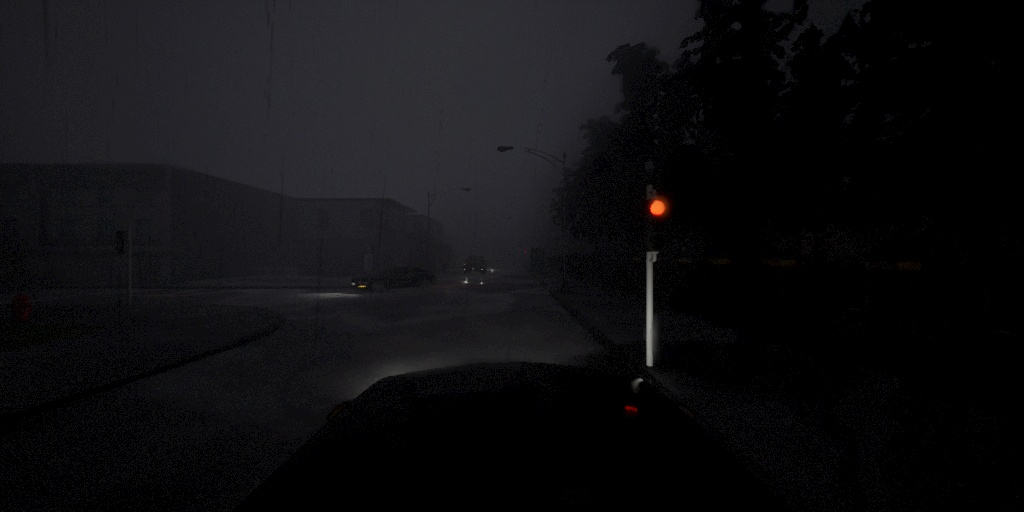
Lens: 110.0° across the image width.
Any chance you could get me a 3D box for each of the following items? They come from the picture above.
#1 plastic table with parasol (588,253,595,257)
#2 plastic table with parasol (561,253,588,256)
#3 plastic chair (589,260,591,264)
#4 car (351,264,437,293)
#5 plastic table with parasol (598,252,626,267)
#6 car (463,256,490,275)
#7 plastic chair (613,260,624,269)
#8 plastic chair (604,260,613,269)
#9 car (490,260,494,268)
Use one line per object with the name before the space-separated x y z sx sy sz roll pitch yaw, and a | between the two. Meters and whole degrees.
plastic table with parasol | 14.722 0.673 63.330 2.482 2.480 2.482 0 0 -42
plastic table with parasol | 10.021 0.684 57.859 2.482 2.480 2.482 0 0 -40
plastic chair | 13.770 1.304 62.443 0.730 1.272 0.750 0 0 -35
car | -6.706 1.257 20.801 1.837 1.490 4.892 5 3 45
plastic table with parasol | 15.338 0.694 55.115 2.482 2.480 2.482 0 0 -40
car | -4.067 0.972 40.178 2.150 2.045 5.566 0 0 0
plastic chair | 16.070 1.296 54.116 0.750 1.272 0.730 0 0 -40
plastic chair | 14.364 1.306 54.214 0.730 1.272 0.750 0 0 -35
car | -4.013 1.351 60.305 1.895 1.301 4.718 0 0 0
